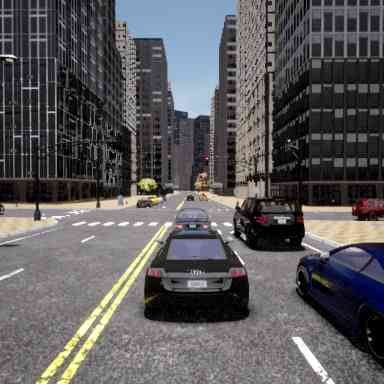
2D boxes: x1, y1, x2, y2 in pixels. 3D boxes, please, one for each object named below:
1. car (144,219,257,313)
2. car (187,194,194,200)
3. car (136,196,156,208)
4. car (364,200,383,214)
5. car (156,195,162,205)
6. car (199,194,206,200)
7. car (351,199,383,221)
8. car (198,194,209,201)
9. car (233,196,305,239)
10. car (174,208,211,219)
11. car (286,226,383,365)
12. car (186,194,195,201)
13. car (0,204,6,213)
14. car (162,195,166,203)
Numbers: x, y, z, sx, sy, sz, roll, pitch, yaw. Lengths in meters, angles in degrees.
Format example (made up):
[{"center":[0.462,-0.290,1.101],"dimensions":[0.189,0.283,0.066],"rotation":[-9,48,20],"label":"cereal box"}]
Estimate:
[{"center":[0.066,1.560,7.772],"dimensions":[1.994,1.385,4.181],"rotation":[0,0,-1],"label":"car"},{"center":[-0.420,1.384,89.461],"dimensions":[1.882,1.535,5.008],"rotation":[0,0,0],"label":"car"},{"center":[-6.816,1.528,48.167],"dimensions":[1.994,1.385,4.181],"rotation":[0,0,0],"label":"car"},{"center":[21.641,1.642,36.226],"dimensions":[4.829,1.417,1.752],"rotation":[1,0,1],"label":"car"},{"center":[-6.850,1.431,57.096],"dimensions":[1.882,1.535,5.008],"rotation":[0,0,0],"label":"car"},{"center":[2.832,1.239,89.058],"dimensions":[1.837,1.490,4.892],"rotation":[0,0,0],"label":"car"},{"center":[16.071,1.519,27.913],"dimensions":[5.009,1.841,2.192],"rotation":[1,0,1],"label":"car"},{"center":[2.882,1.393,78.641],"dimensions":[1.882,1.535,5.008],"rotation":[0,0,0],"label":"car"},{"center":[3.304,1.213,15.224],"dimensions":[2.150,2.045,5.566],"rotation":[0,0,-2],"label":"car"},{"center":[0.020,1.537,16.994],"dimensions":[2.033,1.411,5.357],"rotation":[0,0,0],"label":"car"},{"center":[3.333,1.561,5.803],"dimensions":[1.994,1.385,4.181],"rotation":[0,0,-1],"label":"car"},{"center":[-0.373,1.423,79.402],"dimensions":[1.837,1.490,4.892],"rotation":[0,0,0],"label":"car"},{"center":[-19.948,1.344,30.927],"dimensions":[4.892,1.490,1.837],"rotation":[1,1,1],"label":"car"},{"center":[-6.842,1.467,66.544],"dimensions":[1.812,1.442,4.674],"rotation":[0,0,0],"label":"car"}]
